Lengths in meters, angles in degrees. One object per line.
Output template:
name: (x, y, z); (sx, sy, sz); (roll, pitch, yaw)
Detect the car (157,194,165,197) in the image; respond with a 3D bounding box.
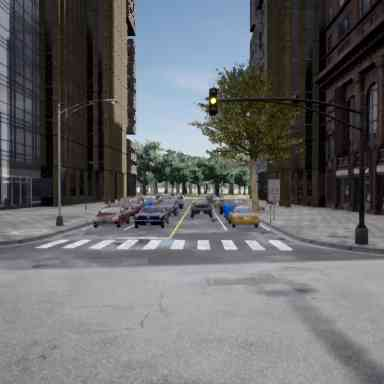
car: (-4.794, 1.264, 39.003); (2.192, 1.841, 5.009); (-1, 0, 1)

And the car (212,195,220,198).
car: (3.873, 1.460, 44.653); (1.752, 1.417, 4.829); (-1, 0, 1)

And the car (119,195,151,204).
car: (-5.068, 1.286, 27.647); (2.192, 1.841, 5.009); (-1, 0, 1)

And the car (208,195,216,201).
car: (4.691, 1.420, 78.548); (1.802, 1.307, 4.206); (0, 0, 1)

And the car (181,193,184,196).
car: (-3.695, 1.365, 84.427); (1.887, 1.381, 4.507); (0, 0, 1)

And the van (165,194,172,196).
van: (-4.382, 1.245, 56.037); (1.690, 1.788, 3.998); (0, 0, 1)

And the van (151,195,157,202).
van: (-4.931, 1.302, 33.325); (1.690, 1.788, 3.998); (-1, 0, 1)

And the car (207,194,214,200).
car: (4.965, 1.368, 89.902); (1.947, 1.339, 4.313); (0, 0, 1)

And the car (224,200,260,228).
car: (3.324, 1.505, 21.941); (1.752, 1.417, 4.829); (-1, 0, 1)

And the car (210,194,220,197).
car: (4.006, 1.465, 50.160); (1.887, 1.381, 4.507); (-1, 0, 1)

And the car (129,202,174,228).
car: (-2.529, 1.581, 21.901); (1.895, 1.301, 4.718); (0, 0, 1)

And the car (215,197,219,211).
car: (3.595, 1.527, 33.127); (1.947, 1.339, 4.313); (-1, 0, 1)

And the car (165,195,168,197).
car: (-4.654, 1.486, 44.682); (2.008, 1.369, 4.403); (-1, 0, 1)

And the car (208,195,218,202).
car: (4.554, 1.406, 72.869); (2.008, 1.369, 4.403); (-1, 0, 1)

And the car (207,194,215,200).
car: (4.831, 1.345, 84.395); (1.752, 1.417, 4.829); (0, 0, 1)

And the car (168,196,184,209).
car: (-2.033, 1.542, 42.045); (1.895, 1.301, 4.718); (0, 0, 2)

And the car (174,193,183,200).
car: (-3.560, 1.117, 90.104); (2.192, 1.841, 5.009); (0, 0, 1)

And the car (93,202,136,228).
car: (-5.202, 1.562, 21.968); (1.802, 1.307, 4.206); (-1, 0, 1)

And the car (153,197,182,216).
car: (-2.284, 1.470, 31.845); (1.837, 1.490, 4.892); (0, 0, 2)

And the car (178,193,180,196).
car: (-4.106, 1.417, 67.393); (1.887, 1.381, 4.507); (0, 0, 1)

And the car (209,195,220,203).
car: (4.416, 1.423, 67.193); (2.008, 1.369, 4.403); (-1, 0, 1)

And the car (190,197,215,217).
car: (0.874, 1.471, 30.428); (1.837, 1.490, 4.892); (0, 0, 1)

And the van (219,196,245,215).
van: (3.455, 1.312, 27.449); (1.690, 1.788, 3.998); (-1, 0, 1)

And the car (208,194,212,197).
car: (4.143, 1.455, 55.838); (2.008, 1.369, 4.403); (-1, 0, 1)

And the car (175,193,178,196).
car: (-4.244, 1.328, 61.715); (1.967, 1.590, 4.097); (0, 0, 1)

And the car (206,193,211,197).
car: (4.277, 1.203, 61.514); (2.192, 1.841, 5.009); (-1, 0, 1)
